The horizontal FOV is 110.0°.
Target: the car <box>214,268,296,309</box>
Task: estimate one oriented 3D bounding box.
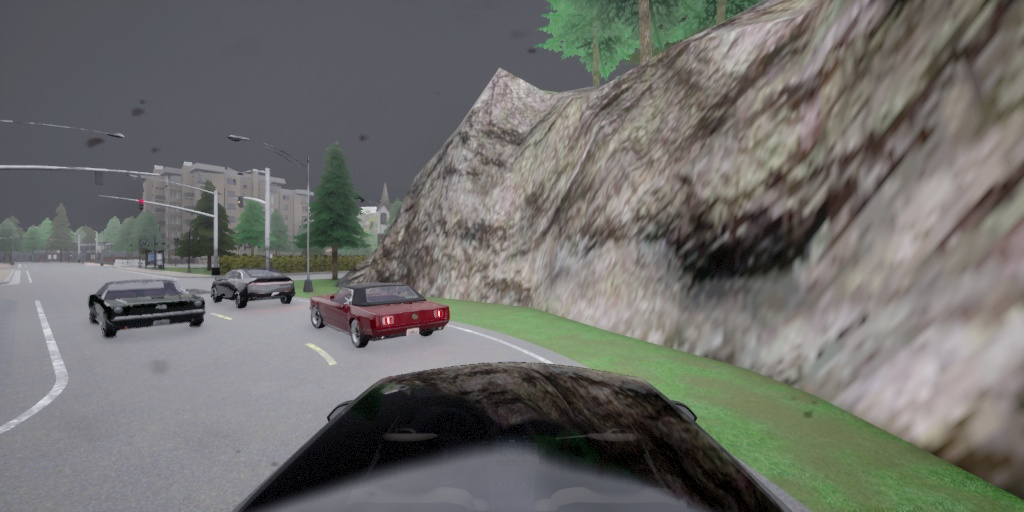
[{"bbox_3d":[-10.967,1.241,15.095,4.902,1.511,2.128,0,0,37],"label":"car"}]

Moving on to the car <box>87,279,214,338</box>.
[{"bbox_3d":[-10.541,1.351,10.283,4.718,1.301,1.895,0,0,37],"label":"car"}]

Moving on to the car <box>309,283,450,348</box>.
[{"bbox_3d":[-3.683,1.351,9.361,1.895,1.301,4.718,0,0,-44],"label":"car"}]
